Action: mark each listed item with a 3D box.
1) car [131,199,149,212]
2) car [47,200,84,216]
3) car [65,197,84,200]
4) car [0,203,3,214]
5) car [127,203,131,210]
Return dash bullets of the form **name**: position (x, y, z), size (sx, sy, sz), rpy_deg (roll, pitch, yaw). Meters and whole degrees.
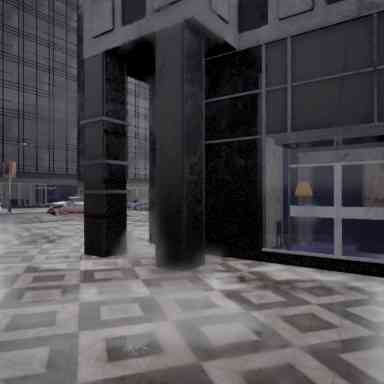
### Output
- **car**: position (-5.936, 2.008, 46.865), size (1.812, 1.442, 4.674), rpy_deg (0, -1, 36)
- **car**: position (-13.552, 1.871, 36.345), size (1.994, 1.385, 4.181), rpy_deg (0, -1, 36)
- **car**: position (-14.388, 1.583, 40.739), size (2.150, 2.045, 5.566), rpy_deg (0, -1, 36)
- **car**: position (-19.391, 1.720, 28.264), size (2.033, 1.411, 5.357), rpy_deg (0, -1, 36)
- **car**: position (-7.981, 1.858, 49.586), size (2.097, 1.767, 4.553), rpy_deg (0, -1, 36)
